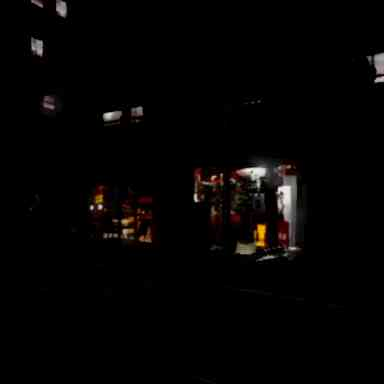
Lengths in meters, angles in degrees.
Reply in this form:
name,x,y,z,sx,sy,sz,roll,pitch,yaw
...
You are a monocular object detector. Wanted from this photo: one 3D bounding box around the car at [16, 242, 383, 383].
name,x,y,z,sx,sy,sz,roll,pitch,yaw
car,0.879,1.311,2.248,5.009,1.841,2.192,1,0,36
